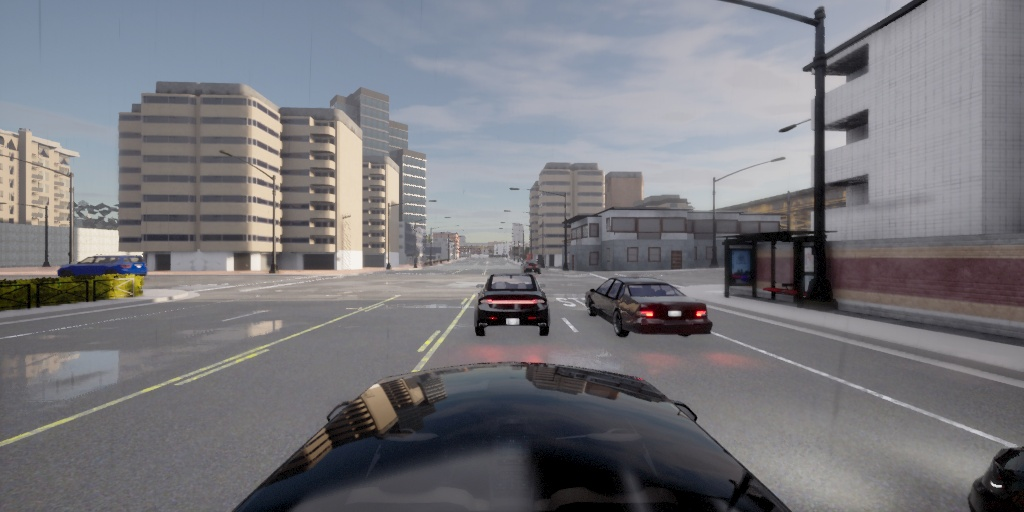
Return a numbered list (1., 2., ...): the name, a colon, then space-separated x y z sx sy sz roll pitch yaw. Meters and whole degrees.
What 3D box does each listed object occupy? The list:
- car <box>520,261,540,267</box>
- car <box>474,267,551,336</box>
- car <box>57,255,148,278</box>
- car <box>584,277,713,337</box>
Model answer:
1. car: 2.087 1.308 41.068 1.837 1.490 4.892 0 -1 -4
2. car: -0.020 1.242 10.379 2.128 1.511 4.902 0 0 -1
3. car: -33.224 0.971 29.225 5.566 2.045 2.150 0 0 -3
4. car: 3.487 1.297 10.291 2.033 1.411 5.357 0 0 -1
